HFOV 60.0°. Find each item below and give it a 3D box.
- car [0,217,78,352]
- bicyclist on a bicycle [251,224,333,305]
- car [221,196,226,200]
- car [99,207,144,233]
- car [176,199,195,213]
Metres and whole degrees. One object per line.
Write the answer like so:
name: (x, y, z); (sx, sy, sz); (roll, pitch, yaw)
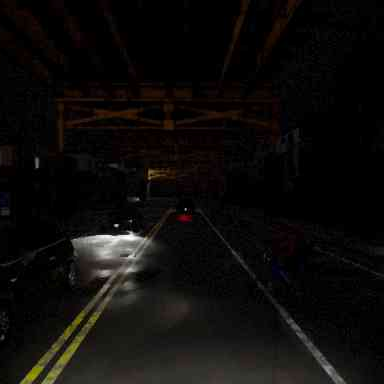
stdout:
car: (-3.710, 1.352, 5.942); (2.097, 1.767, 4.553); (0, 0, -1)
bicyclist on a bicycle: (1.978, 1.453, 6.602); (1.656, 1.620, 0.582); (-2, 0, -1)
car: (10.221, 1.451, 90.080); (4.974, 1.542, 2.038); (0, 0, 29)
car: (-3.966, 1.564, 19.352); (1.994, 1.385, 4.181); (0, 0, -1)
car: (-0.701, 1.503, 36.410); (1.837, 1.490, 4.892); (0, 0, -1)
